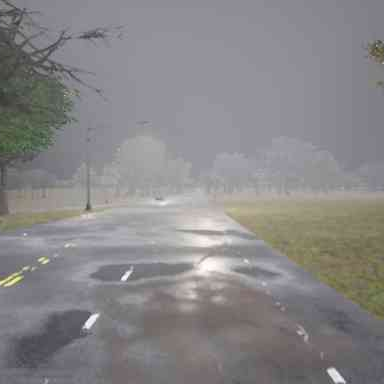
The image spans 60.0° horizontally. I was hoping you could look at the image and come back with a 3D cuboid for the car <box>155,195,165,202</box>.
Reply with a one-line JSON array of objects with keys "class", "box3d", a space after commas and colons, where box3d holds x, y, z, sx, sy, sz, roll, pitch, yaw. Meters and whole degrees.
[{"class": "car", "box3d": [-6.965, 1.388, 72.036, 1.895, 1.301, 4.718, 0, 0, 0]}]
